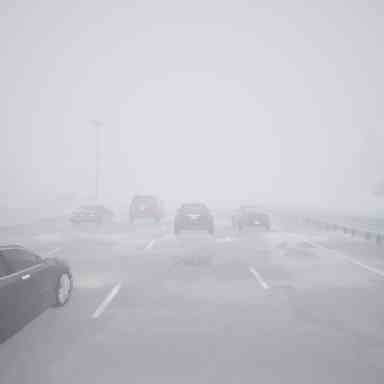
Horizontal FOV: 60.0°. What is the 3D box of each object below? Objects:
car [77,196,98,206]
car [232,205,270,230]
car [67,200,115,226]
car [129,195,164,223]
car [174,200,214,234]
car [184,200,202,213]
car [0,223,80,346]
[{"bbox_3d":[-17.553,1.505,56.066,1.837,1.490,4.892,0,0,0],"label":"car"},{"bbox_3d":[3.598,1.526,20.755,1.812,1.442,4.674,0,0,0],"label":"car"},{"bbox_3d":[-6.901,1.548,23.499,2.033,1.411,5.357,0,0,0],"label":"car"},{"bbox_3d":[-3.401,1.222,25.548,2.150,2.045,5.566,0,0,0],"label":"car"},{"bbox_3d":[0.099,1.352,19.406,2.097,1.767,4.553,0,0,0],"label":"car"},{"bbox_3d":[0.087,1.600,38.443,1.895,1.301,4.718,0,0,0],"label":"car"},{"bbox_3d":[-3.400,1.505,5.025,1.837,1.490,4.892,0,0,0],"label":"car"}]
